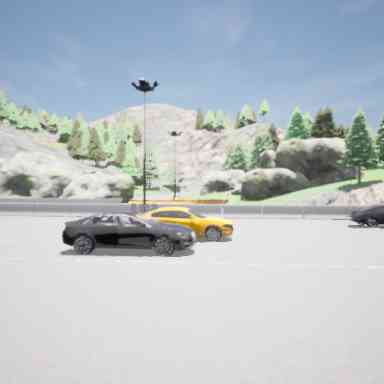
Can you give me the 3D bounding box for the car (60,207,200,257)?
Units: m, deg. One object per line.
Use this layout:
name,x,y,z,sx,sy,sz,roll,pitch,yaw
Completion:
car,-2.343,1.473,12.395,4.902,1.511,2.128,0,0,6

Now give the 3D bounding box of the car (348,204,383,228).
car,12.635,1.543,21.490,4.674,1.442,1.812,0,0,6

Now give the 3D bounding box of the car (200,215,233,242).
car,-0.587,1.460,15.741,5.008,1.535,1.882,0,0,6
